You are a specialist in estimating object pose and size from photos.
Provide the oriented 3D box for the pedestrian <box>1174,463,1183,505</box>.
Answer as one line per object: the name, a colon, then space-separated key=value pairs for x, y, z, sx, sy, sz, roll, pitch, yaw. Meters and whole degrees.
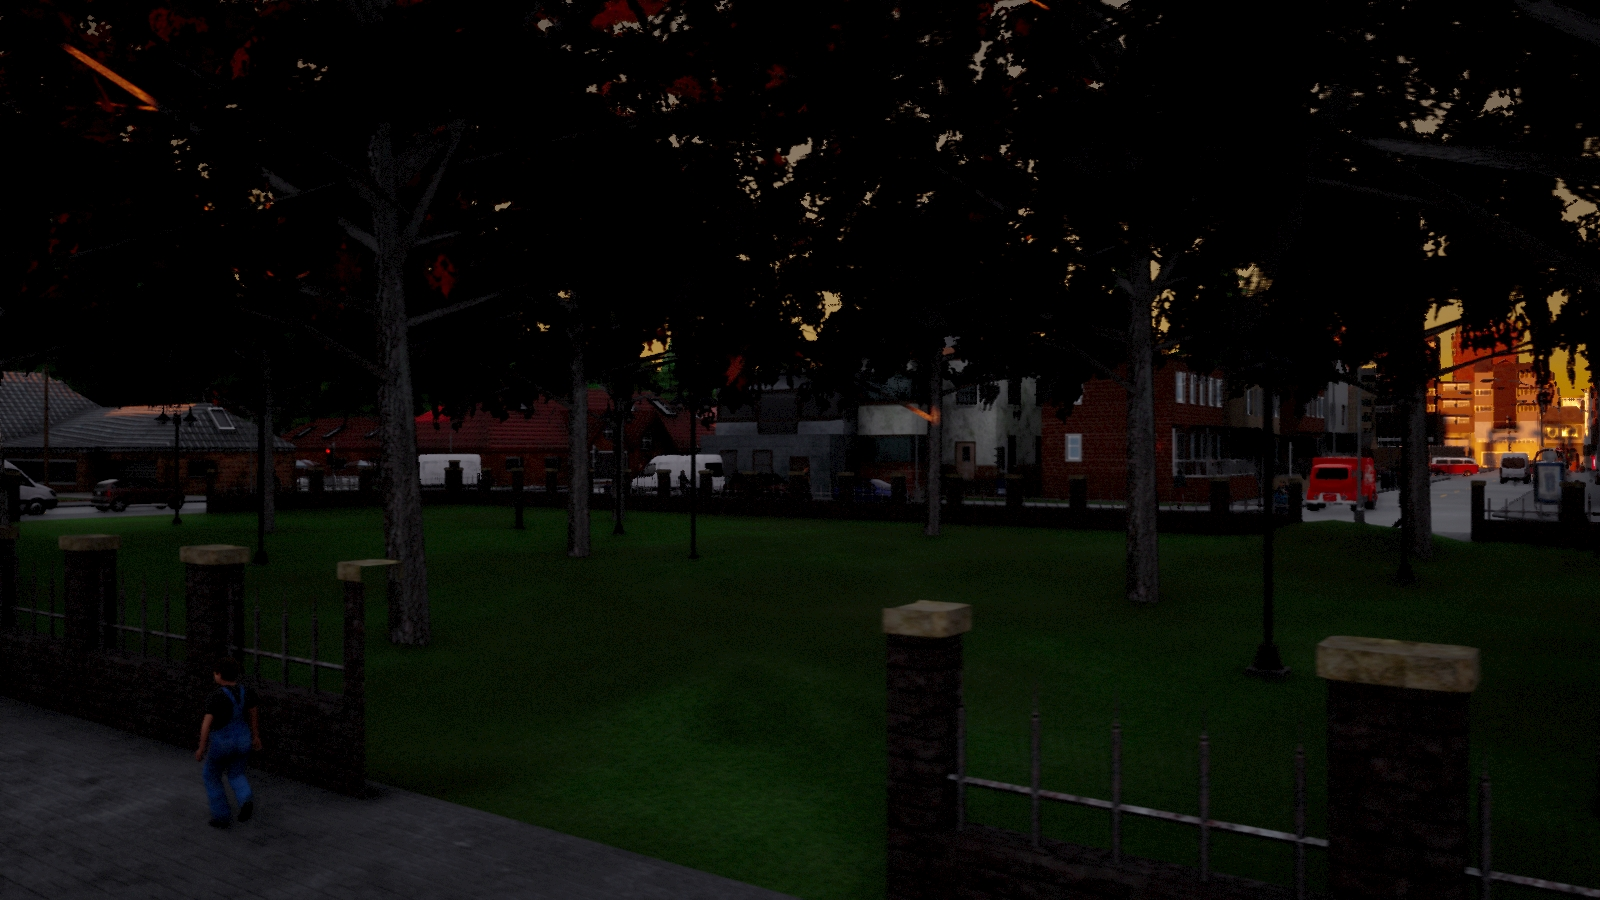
pedestrian: x=17.069 y=1.516 z=51.479 sx=0.375 sy=1.860 sz=0.375 roll=0 pitch=0 yaw=22

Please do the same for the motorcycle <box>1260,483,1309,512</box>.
motorcycle: x=20.268 y=1.992 z=47.802 sx=2.033 sy=1.145 sz=0.803 roll=-1 pitch=-2 yaw=-30

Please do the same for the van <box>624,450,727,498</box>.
van: x=-7.068 y=1.315 z=64.544 sx=5.915 sy=2.561 sz=1.988 roll=0 pitch=0 yaw=35

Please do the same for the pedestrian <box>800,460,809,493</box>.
pedestrian: x=0.275 y=1.518 z=64.817 sx=0.375 sy=1.860 sz=0.375 roll=0 pitch=0 yaw=35

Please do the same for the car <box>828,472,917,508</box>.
car: x=3.320 y=1.819 z=52.597 sx=3.633 sy=1.501 sz=1.845 roll=0 pitch=0 yaw=36

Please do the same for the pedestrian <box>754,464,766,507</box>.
pedestrian: x=-1.735 y=1.526 z=49.476 sx=0.375 sy=1.860 sz=0.375 roll=0 pitch=0 yaw=33

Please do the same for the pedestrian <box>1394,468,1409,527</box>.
pedestrian: x=19.391 y=1.525 z=36.818 sx=0.375 sy=1.860 sz=0.375 roll=0 pitch=0 yaw=35

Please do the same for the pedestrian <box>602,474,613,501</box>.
pedestrian: x=-9.241 y=1.806 z=54.946 sx=0.375 sy=1.300 sz=0.375 roll=0 pitch=0 yaw=-42

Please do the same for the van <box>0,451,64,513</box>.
van: x=-34.250 y=1.316 z=47.396 sx=1.988 sy=2.561 sz=5.915 roll=0 pitch=0 yaw=36

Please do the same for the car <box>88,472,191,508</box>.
car: x=-30.450 y=1.808 z=52.715 sx=1.789 sy=1.549 sz=3.705 roll=0 pitch=0 yaw=35

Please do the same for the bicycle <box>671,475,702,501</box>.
bicycle: x=-5.839 y=1.941 z=58.874 sx=1.835 sy=1.271 sz=0.329 roll=0 pitch=0 yaw=35

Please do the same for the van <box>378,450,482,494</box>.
van: x=-22.289 y=1.316 z=69.003 sx=5.915 sy=2.561 sz=1.988 roll=0 pitch=-1 yaw=-17

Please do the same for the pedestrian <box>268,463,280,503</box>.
pedestrian: x=-24.606 y=1.527 z=53.466 sx=0.375 sy=1.860 sz=0.375 roll=0 pitch=0 yaw=28

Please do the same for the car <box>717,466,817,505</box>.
car: x=-1.625 y=1.687 z=55.849 sx=4.553 sy=1.767 sz=2.097 roll=0 pitch=0 yaw=35

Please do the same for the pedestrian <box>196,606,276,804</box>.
pedestrian: x=-4.043 y=1.806 z=8.189 sx=0.375 sy=1.300 sz=0.375 roll=0 pitch=0 yaw=33

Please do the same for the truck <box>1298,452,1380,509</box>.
truck: x=24.962 y=1.348 z=52.810 sx=2.627 sy=2.467 sz=5.204 roll=0 pitch=0 yaw=34
